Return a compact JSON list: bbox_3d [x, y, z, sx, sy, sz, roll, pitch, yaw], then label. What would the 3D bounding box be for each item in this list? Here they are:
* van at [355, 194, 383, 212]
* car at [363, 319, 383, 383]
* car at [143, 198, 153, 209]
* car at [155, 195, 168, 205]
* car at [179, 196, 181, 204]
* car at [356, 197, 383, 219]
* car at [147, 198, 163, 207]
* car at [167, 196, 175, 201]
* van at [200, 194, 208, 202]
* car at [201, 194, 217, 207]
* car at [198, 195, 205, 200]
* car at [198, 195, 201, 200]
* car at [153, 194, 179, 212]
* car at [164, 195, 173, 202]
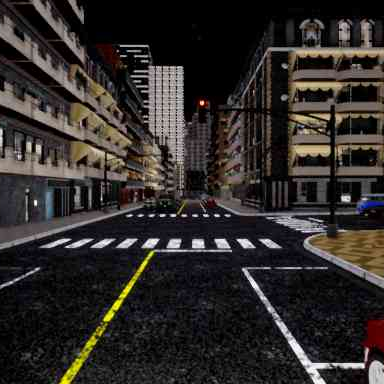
[{"bbox_3d":[15.675,1.035,27.360,3.998,1.788,1.690,-1,1,-1],"label":"van"},{"bbox_3d":[2.684,1.544,1.805,1.887,1.381,4.507,0,0,0],"label":"car"},{"bbox_3d":[-5.640,1.560,45.293,2.008,1.369,4.403,0,0,0],"label":"car"},{"bbox_3d":[-5.620,1.462,61.876,1.967,1.590,4.097,-1,0,0],"label":"car"},{"bbox_3d":[-3.023,1.540,51.241,1.812,1.442,4.674,0,0,0],"label":"car"},{"bbox_3d":[15.606,1.264,24.786,5.357,1.411,2.033,-1,0,-1],"label":"car"},{"bbox_3d":[-5.633,1.579,50.820,1.947,1.339,4.313,0,0,0],"label":"car"},{"bbox_3d":[-5.583,1.632,89.516,1.802,1.307,4.206,-1,0,0],"label":"car"},{"bbox_3d":[2.781,1.378,78.444,1.690,1.788,3.998,-1,0,0],"label":"van"},{"bbox_3d":[2.746,1.454,50.805,1.967,1.590,4.097,-1,0,0],"label":"car"},{"bbox_3d":[2.804,1.601,95.028,1.887,1.381,4.507,-1,0,0],"label":"car"},{"bbox_3d":[2.769,1.577,67.388,2.008,1.369,4.403,-1,0,0],"label":"car"},{"bbox_3d":[-3.049,1.228,40.077,2.150,2.045,5.566,0,0,0],"label":"car"},{"bbox_3d":[-5.598,1.562,78.290,1.752,1.417,4.829,-1,0,0],"label":"car"}]
